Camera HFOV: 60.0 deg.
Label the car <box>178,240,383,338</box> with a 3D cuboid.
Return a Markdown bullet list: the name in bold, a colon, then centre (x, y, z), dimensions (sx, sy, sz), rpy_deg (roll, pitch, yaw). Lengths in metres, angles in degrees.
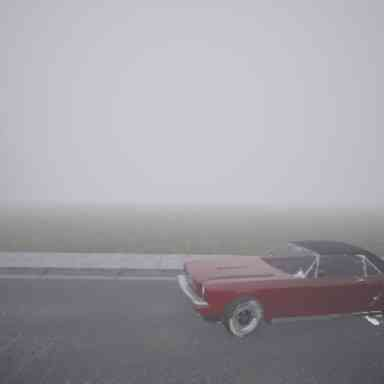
- **car**: centre (2.132, 1.636, 6.338), dimensions (4.718, 1.301, 1.895), rpy_deg (1, 0, -12)
